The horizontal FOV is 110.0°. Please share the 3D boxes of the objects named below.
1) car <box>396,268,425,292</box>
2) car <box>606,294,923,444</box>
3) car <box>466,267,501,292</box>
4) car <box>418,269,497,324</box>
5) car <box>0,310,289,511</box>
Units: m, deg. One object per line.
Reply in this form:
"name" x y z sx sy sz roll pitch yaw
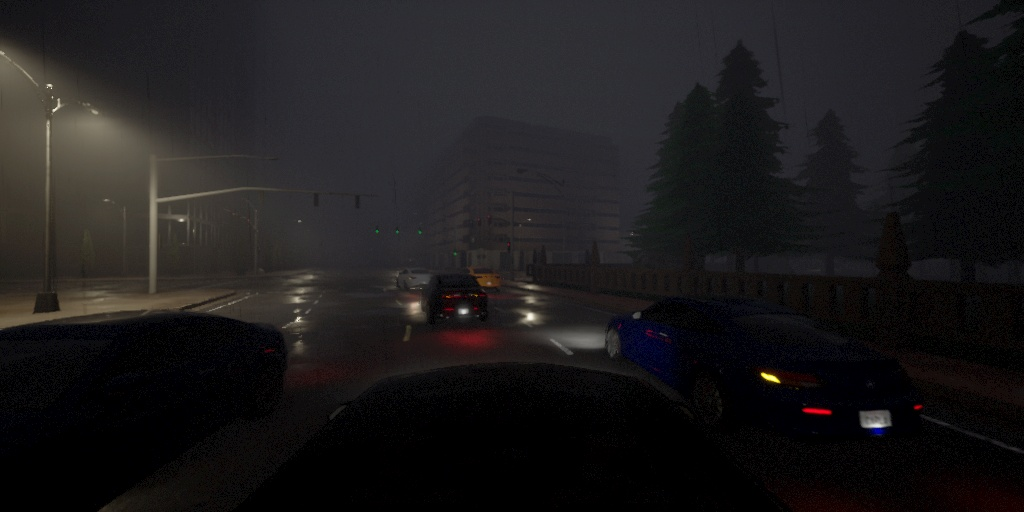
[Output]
"car" -6.391 1.491 23.698 1.812 1.442 4.674 0 -1 -27
"car" 3.009 1.306 5.495 1.812 1.442 4.674 0 0 -6
"car" -2.247 1.427 22.598 1.882 1.535 5.008 0 -1 -22
"car" -2.124 1.360 12.603 1.837 1.490 4.892 0 -1 -18
"car" -3.840 1.295 3.168 1.812 1.442 4.674 0 -1 -6
